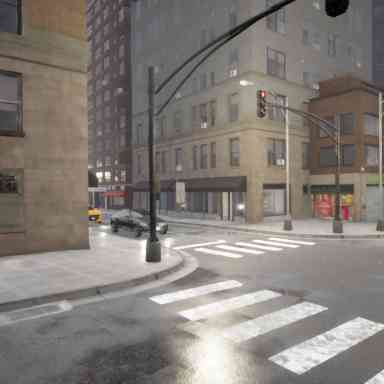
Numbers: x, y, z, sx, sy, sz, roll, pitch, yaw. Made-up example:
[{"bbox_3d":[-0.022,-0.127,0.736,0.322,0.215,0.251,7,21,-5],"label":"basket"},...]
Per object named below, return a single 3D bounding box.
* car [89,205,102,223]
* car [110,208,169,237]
[{"bbox_3d":[-8.939,1.732,26.976,1.882,1.535,5.008,-1,0,-37],"label":"car"},{"bbox_3d":[-3.224,1.695,19.473,1.812,1.442,4.674,-1,0,-38],"label":"car"}]
